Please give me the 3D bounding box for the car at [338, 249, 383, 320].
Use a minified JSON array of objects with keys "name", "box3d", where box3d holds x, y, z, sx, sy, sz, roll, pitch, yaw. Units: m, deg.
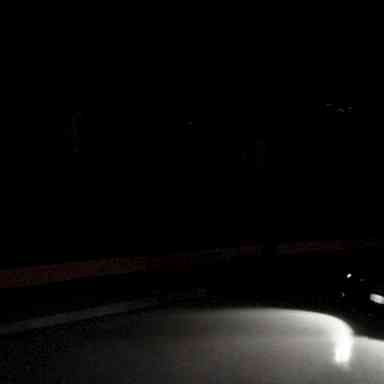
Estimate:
[{"name":"car","box3d":[4.867,1.607,6.389,4.181,1.385,1.994,1,0,-26]}]
